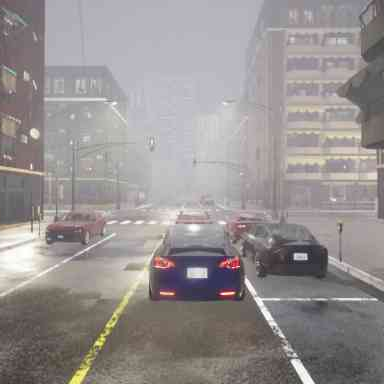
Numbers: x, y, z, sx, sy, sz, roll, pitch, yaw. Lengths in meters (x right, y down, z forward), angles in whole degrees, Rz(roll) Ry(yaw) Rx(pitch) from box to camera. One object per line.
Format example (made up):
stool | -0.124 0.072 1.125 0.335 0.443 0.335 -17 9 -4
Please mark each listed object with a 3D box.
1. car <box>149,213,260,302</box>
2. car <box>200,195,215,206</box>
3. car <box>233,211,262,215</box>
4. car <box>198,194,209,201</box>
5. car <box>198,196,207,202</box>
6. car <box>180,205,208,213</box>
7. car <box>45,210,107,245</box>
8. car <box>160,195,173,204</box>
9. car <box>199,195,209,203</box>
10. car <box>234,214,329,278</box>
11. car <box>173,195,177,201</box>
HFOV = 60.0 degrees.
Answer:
car | 0.100 1.506 8.340 2.163 1.488 4.792 0 0 0
car | 2.698 1.576 53.684 1.887 1.381 4.507 1 0 0
car | 2.572 1.549 15.628 1.887 1.381 4.507 1 0 0
car | 2.602 1.357 63.630 2.192 1.841 5.009 1 0 0
car | 2.565 1.633 82.132 1.947 1.339 4.313 1 0 0
car | 0.092 1.607 18.089 1.895 1.301 4.718 0 0 0
car | -5.275 1.549 15.599 1.887 1.381 4.507 1 0 0
car | -5.330 1.595 65.052 2.008 1.369 4.403 1 0 0
car | 2.567 1.491 70.753 1.967 1.590 4.097 1 0 0
car | 2.572 1.568 9.957 1.947 1.339 4.313 1 0 0
car | -5.316 1.621 87.810 1.887 1.381 4.507 1 0 0
